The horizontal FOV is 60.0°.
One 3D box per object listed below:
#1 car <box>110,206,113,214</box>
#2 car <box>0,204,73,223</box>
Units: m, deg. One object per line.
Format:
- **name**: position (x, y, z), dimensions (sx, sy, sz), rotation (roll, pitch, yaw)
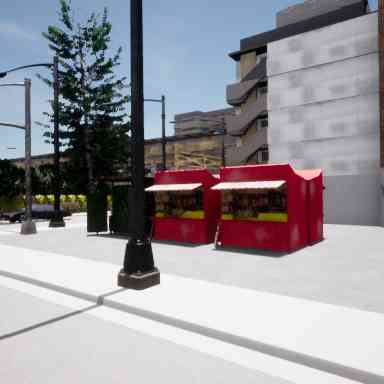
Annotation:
- **car**: position (-6.440, 1.490, 35.257), dimensions (2.097, 1.767, 4.553), rotation (-1, -1, 36)
- **car**: position (-12.444, 1.686, 26.971), dimensions (2.033, 1.411, 5.357), rotation (-1, -1, 36)
